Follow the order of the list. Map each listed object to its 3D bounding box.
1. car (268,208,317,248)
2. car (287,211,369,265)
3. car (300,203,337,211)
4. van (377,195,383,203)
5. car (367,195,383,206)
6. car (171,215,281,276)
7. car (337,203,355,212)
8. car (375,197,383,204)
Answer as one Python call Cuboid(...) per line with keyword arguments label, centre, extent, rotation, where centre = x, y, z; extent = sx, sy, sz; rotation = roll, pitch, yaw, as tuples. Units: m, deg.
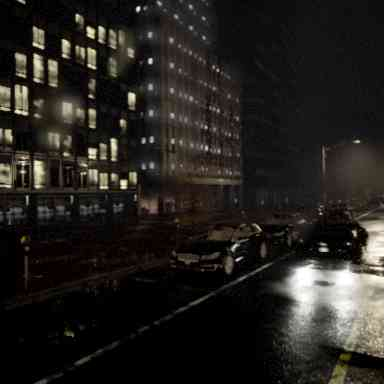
Cuboid(label="car", centre=(4.079, 1.642, 15.302), extent=(2.008, 1.369, 4.403), rotation=(-1, -1, 33))
Cuboid(label="car", centre=(5.175, 1.611, 12.049), extent=(1.994, 1.385, 4.181), rotation=(-1, -1, 33))
Cuboid(label="car", centre=(7.090, 1.534, 19.933), extent=(1.967, 1.590, 4.097), rotation=(-1, -1, 33))
Cuboid(label="van", centre=(43.234, 1.521, 75.484), extent=(1.690, 1.788, 3.998), rotation=(-1, -1, 33))
Cuboid(label="car", centre=(31.189, 1.707, 56.965), extent=(1.947, 1.339, 4.313), rotation=(-1, -1, 33))
Cuboid(label="car", centre=(1.066, 1.639, 10.672), extent=(2.008, 1.369, 4.403), rotation=(-1, -1, 33))
Cuboid(label="car", centre=(13.116, 1.666, 29.189), extent=(1.947, 1.339, 4.313), rotation=(-1, -1, 33))
Cuboid(label="car", centre=(40.225, 1.735, 70.852), extent=(1.947, 1.339, 4.313), rotation=(-1, -1, 33))
